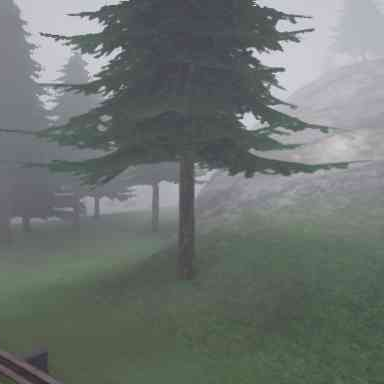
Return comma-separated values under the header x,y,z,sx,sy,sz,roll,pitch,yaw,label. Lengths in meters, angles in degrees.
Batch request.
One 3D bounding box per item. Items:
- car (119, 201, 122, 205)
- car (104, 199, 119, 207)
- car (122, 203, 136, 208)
x,y,z,sx,sy,sz,roll,pitch,yaw,label
-14.480,1.816,68.089,2.128,1.511,4.902,0,0,-32,car
-14.369,1.893,58.545,2.033,1.411,5.357,0,0,-13,car
-10.289,1.833,55.767,1.837,1.490,4.892,0,0,-8,car
